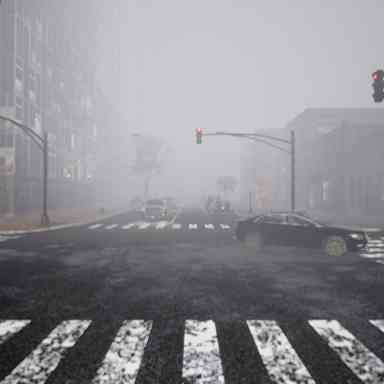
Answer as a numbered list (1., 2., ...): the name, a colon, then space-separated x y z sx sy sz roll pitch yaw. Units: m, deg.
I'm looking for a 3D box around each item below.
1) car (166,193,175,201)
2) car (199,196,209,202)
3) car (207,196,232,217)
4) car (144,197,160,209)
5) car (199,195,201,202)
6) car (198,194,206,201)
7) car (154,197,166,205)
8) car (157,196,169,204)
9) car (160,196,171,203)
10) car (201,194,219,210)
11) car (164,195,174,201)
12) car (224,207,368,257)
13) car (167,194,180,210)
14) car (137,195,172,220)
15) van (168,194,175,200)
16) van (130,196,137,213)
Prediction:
1. car: -5.673 1.325 87.724 2.192 1.841 5.009 1 0 0
2. car: 2.702 1.575 76.415 1.947 1.339 4.313 1 0 0
3. car: 2.705 1.445 31.023 1.967 1.590 4.097 1 0 0
4. car: -5.676 1.532 47.836 1.752 1.417 4.829 1 0 0
5. car: 2.707 1.323 65.067 2.192 1.841 5.009 1 0 0
6. car: 2.704 1.450 87.762 1.967 1.590 4.097 1 0 0
7. car: -5.678 1.590 59.354 1.802 1.307 4.206 1 0 0
8. car: -5.677 1.574 65.028 1.947 1.339 4.313 1 0 0
9. car: -5.677 1.575 70.702 1.947 1.339 4.313 1 0 0
10. car: 2.707 1.322 42.371 2.192 1.841 5.009 1 0 0
11. car: -5.677 1.560 82.050 2.008 1.369 4.403 1 0 0
12. car: 4.009 1.484 12.828 4.902 1.511 2.128 -1 1 29
13. car: -3.096 1.357 43.457 2.097 1.767 4.553 0 0 0
14. car: -3.069 1.357 27.940 2.097 1.767 4.553 0 0 -1
15. van: -5.673 1.351 93.398 1.690 1.788 3.998 1 0 0
16. van: -5.673 1.347 36.658 1.690 1.788 3.998 1 0 0
